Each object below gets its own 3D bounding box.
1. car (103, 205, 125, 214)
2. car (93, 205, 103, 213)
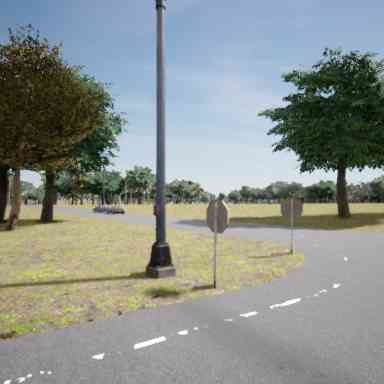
[{"bbox_3d":[-12.790,2.999,55.478,1.994,1.385,4.181,2,-2,-33],"label":"car"},{"bbox_3d":[-16.642,3.095,61.224,2.033,1.411,5.357,2,-2,-34],"label":"car"}]
